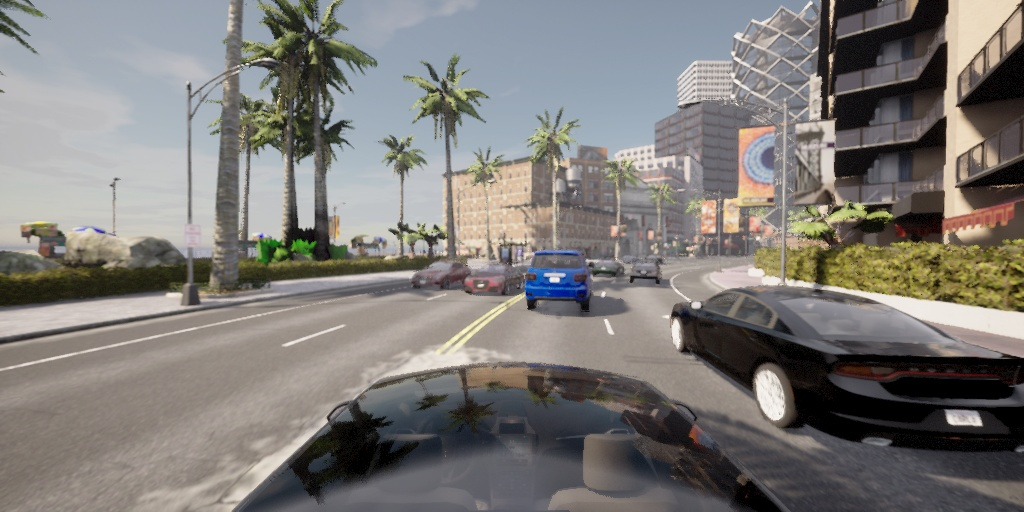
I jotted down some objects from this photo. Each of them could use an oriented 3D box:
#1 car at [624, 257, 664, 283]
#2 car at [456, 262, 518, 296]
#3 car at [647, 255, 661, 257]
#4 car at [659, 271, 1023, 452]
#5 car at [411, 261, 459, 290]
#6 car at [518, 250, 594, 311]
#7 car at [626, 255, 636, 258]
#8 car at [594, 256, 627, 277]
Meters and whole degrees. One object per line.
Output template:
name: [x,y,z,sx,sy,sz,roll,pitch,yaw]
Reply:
car: [9.153,1.013,24.420,2.033,1.411,5.357,1,1,24]
car: [-0.794,1.083,17.655,1.994,1.385,4.181,0,1,17]
car: [21.379,0.569,54.373,1.882,1.535,5.008,1,1,40]
car: [4.080,1.191,5.513,1.882,1.535,5.008,0,1,6]
car: [-3.751,0.998,20.023,1.812,1.442,4.674,0,1,17]
car: [1.949,0.807,13.847,2.150,2.045,5.566,0,1,13]
car: [18.424,0.599,56.287,2.033,1.411,5.357,1,1,41]
car: [8.154,0.944,30.127,1.994,1.385,4.181,1,1,27]
